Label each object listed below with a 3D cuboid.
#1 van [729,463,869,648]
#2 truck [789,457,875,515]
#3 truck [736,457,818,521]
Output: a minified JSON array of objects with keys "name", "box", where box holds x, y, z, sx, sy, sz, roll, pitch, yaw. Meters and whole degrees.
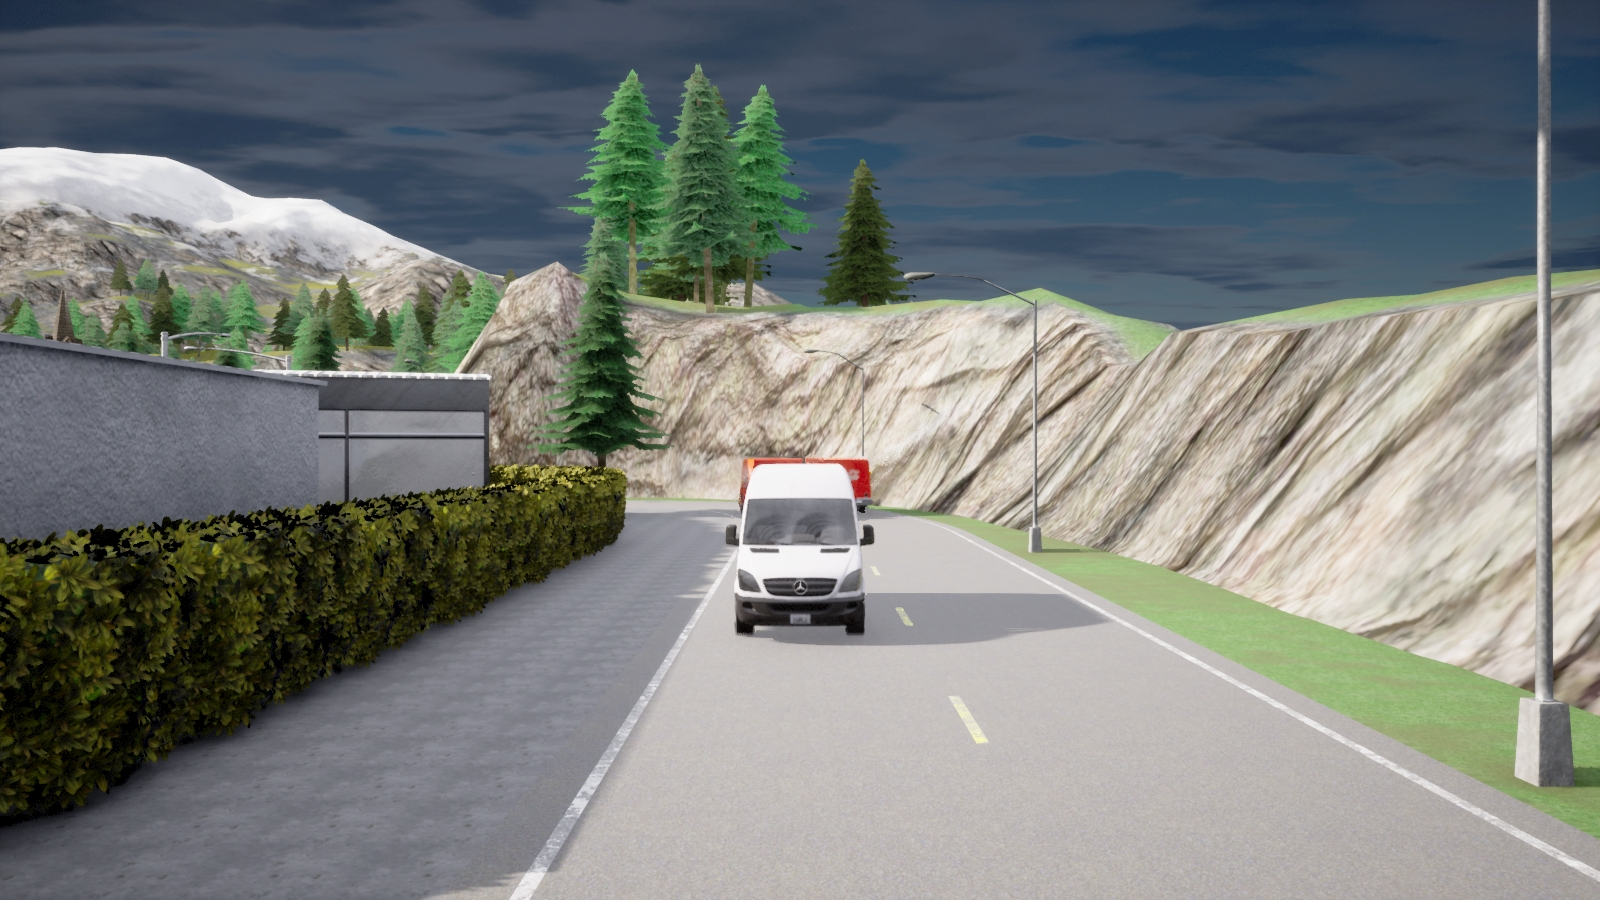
[{"name":"van","box":[-0.011,1.531,19.216,1.988,2.561,5.915,0,0,0]},{"name":"truck","box":[1.382,1.570,51.992,2.627,2.467,5.204,1,0,-14]},{"name":"truck","box":[-1.034,1.565,47.879,2.627,2.467,5.204,0,0,-10]}]
